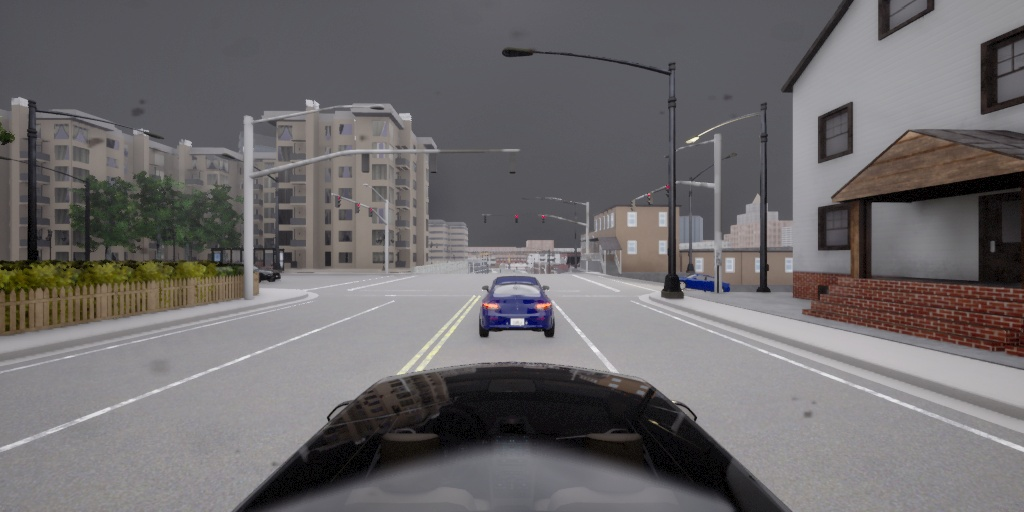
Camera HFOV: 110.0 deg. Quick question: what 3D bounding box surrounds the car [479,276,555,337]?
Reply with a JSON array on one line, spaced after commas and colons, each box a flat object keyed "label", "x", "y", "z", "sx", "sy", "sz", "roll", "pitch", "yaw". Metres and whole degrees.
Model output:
[{"label": "car", "x": 0.112, "y": 1.276, "z": 10.145, "sx": 1.812, "sy": 1.442, "sz": 4.674, "roll": 0, "pitch": 0, "yaw": 0}]

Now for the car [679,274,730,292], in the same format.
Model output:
[{"label": "car", "x": 15.384, "y": 2.209, "z": 29.825, "sx": 5.008, "sy": 1.535, "sz": 1.882, "roll": 9, "pitch": 0, "yaw": 1}]

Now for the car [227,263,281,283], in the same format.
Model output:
[{"label": "car", "x": -19.880, "y": 1.255, "z": 26.647, "sx": 4.892, "sy": 1.490, "sz": 1.837, "roll": 0, "pitch": 0, "yaw": 1}]
